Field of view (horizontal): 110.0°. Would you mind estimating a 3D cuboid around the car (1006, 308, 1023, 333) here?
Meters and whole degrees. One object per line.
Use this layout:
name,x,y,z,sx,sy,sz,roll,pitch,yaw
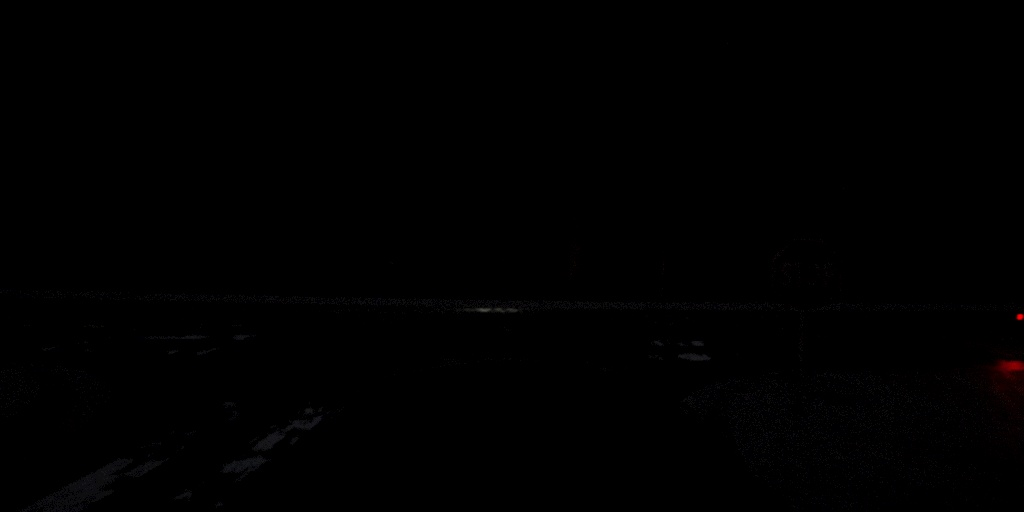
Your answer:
car,15.429,1.634,8.679,4.718,1.301,1.895,0,1,-2
